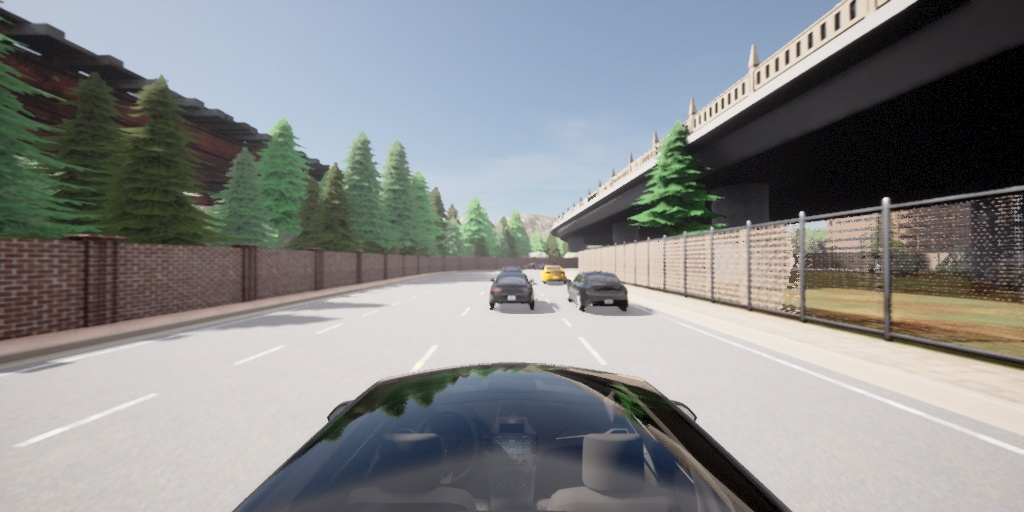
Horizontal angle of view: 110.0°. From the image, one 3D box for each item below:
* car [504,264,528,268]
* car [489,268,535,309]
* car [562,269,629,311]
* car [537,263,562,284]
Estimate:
[{"bbox_3d":[-0.012,1.560,30.346,2.128,1.511,4.902,0,0,0],"label":"car"},{"bbox_3d":[0.014,1.431,15.750,1.812,1.442,4.674,0,0,0],"label":"car"},{"bbox_3d":[3.510,1.409,15.352,1.837,1.490,4.892,0,0,0],"label":"car"},{"bbox_3d":[3.493,1.553,31.086,1.882,1.535,5.008,0,0,0],"label":"car"}]
